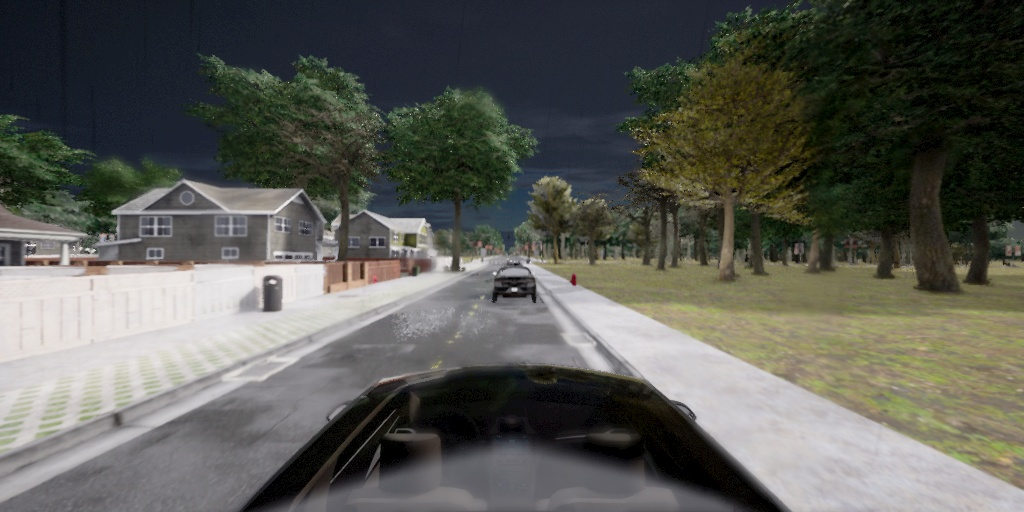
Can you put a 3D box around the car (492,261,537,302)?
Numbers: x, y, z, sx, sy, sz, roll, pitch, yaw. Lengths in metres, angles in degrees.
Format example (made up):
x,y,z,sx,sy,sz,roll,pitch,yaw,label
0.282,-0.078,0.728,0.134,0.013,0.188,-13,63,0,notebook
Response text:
x,y,z,sx,sy,sz,roll,pitch,yaw,label
0.107,1.172,16.721,1.882,1.535,5.008,0,0,0,car
